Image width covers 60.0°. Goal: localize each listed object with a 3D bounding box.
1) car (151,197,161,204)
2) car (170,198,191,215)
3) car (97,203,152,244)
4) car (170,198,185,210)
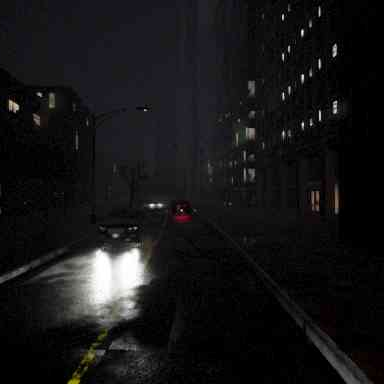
[{"bbox_3d":[-6.923,1.559,63.932,1.895,1.301,4.718,0,0,-7],"label":"car"},{"bbox_3d":[-1.136,1.496,34.139,1.837,1.490,4.892,0,0,-4],"label":"car"},{"bbox_3d":[-3.148,1.490,15.814,2.128,1.511,4.902,0,0,-2],"label":"car"},{"bbox_3d":[-1.957,1.509,44.427,1.812,1.442,4.674,0,0,-5],"label":"car"}]
